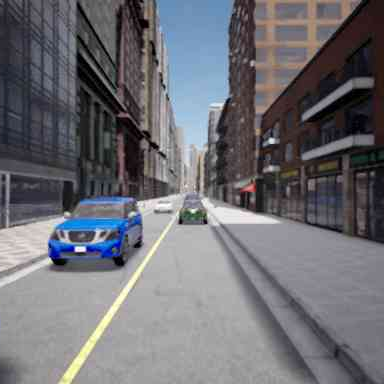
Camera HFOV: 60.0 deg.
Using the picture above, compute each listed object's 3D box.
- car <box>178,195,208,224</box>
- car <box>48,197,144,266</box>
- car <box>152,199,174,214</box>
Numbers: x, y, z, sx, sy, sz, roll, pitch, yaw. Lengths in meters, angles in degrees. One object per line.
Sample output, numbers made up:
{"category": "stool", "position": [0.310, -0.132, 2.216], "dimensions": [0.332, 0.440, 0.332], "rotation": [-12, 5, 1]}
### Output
{"category": "car", "position": [0.080, 1.367, 25.375], "dimensions": [2.097, 1.767, 4.553], "rotation": [0, 0, 0]}
{"category": "car", "position": [-3.092, 1.230, 11.954], "dimensions": [2.150, 2.045, 5.566], "rotation": [0, 0, 0]}
{"category": "car", "position": [-3.043, 1.551, 36.367], "dimensions": [1.812, 1.442, 4.674], "rotation": [0, 0, 0]}
